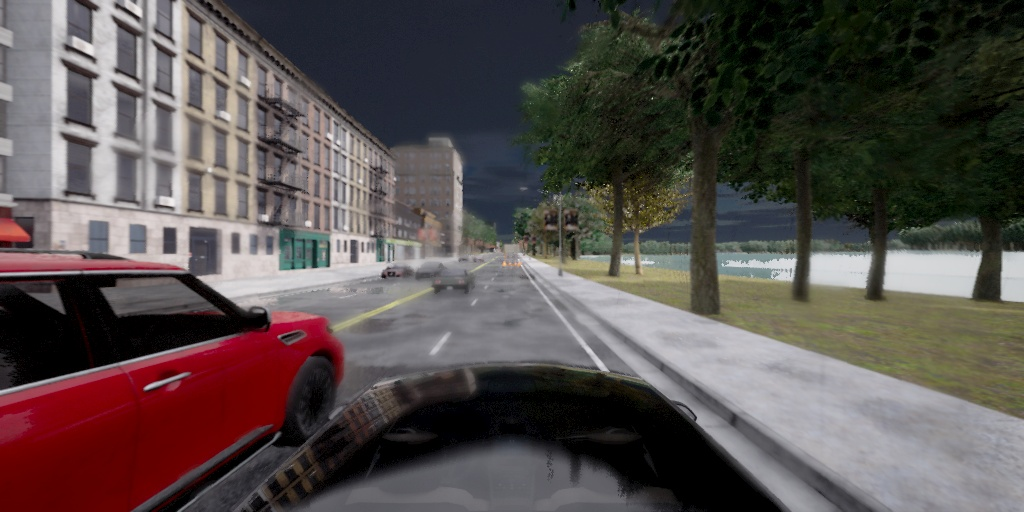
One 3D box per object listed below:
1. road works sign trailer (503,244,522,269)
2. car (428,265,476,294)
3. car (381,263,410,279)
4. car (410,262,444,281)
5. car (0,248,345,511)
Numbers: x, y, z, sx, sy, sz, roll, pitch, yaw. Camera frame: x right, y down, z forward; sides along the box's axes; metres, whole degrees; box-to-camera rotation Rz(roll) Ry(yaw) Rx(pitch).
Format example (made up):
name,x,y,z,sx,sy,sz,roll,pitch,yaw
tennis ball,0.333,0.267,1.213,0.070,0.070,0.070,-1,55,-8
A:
name,x,y,z,sx,sy,sz,roll,pitch,yaw
road works sign trailer,-0.003,-0.050,51.171,2.380,3.560,2.880,0,0,0
car,-3.151,1.351,20.427,1.895,1.301,4.718,0,0,0
car,-9.844,1.281,31.240,1.994,1.385,4.181,0,0,0
car,-6.597,1.233,29.576,1.837,1.490,4.892,0,0,0
car,-3.151,0.972,2.101,2.150,2.045,5.566,0,0,0
